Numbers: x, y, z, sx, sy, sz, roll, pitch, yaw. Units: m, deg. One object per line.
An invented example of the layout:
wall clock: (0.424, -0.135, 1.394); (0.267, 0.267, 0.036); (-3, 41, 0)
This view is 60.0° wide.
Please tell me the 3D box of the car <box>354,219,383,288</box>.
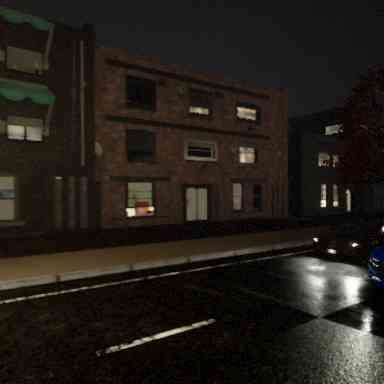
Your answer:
car: (6.271, 1.495, 8.162); (5.008, 1.535, 1.882); (0, 0, -36)

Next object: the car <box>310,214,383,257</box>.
car: (6.776, 1.570, 12.513); (5.357, 1.411, 2.033); (0, 0, -36)
